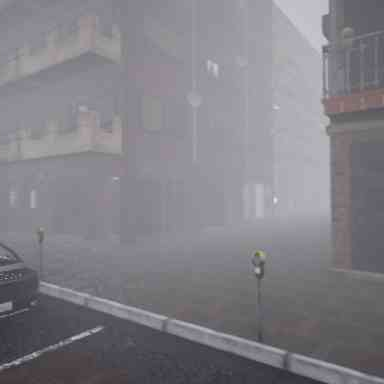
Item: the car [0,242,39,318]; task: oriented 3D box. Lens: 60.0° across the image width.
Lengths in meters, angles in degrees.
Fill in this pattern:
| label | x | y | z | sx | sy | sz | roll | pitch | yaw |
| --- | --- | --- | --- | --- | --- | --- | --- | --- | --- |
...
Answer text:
| label | x | y | z | sx | sy | sz | roll | pitch | yaw |
| --- | --- | --- | --- | --- | --- | --- | --- | --- | --- |
| car | -4.680 | 1.544 | 6.393 | 4.403 | 1.369 | 2.008 | 0 | -1 | 35 |
